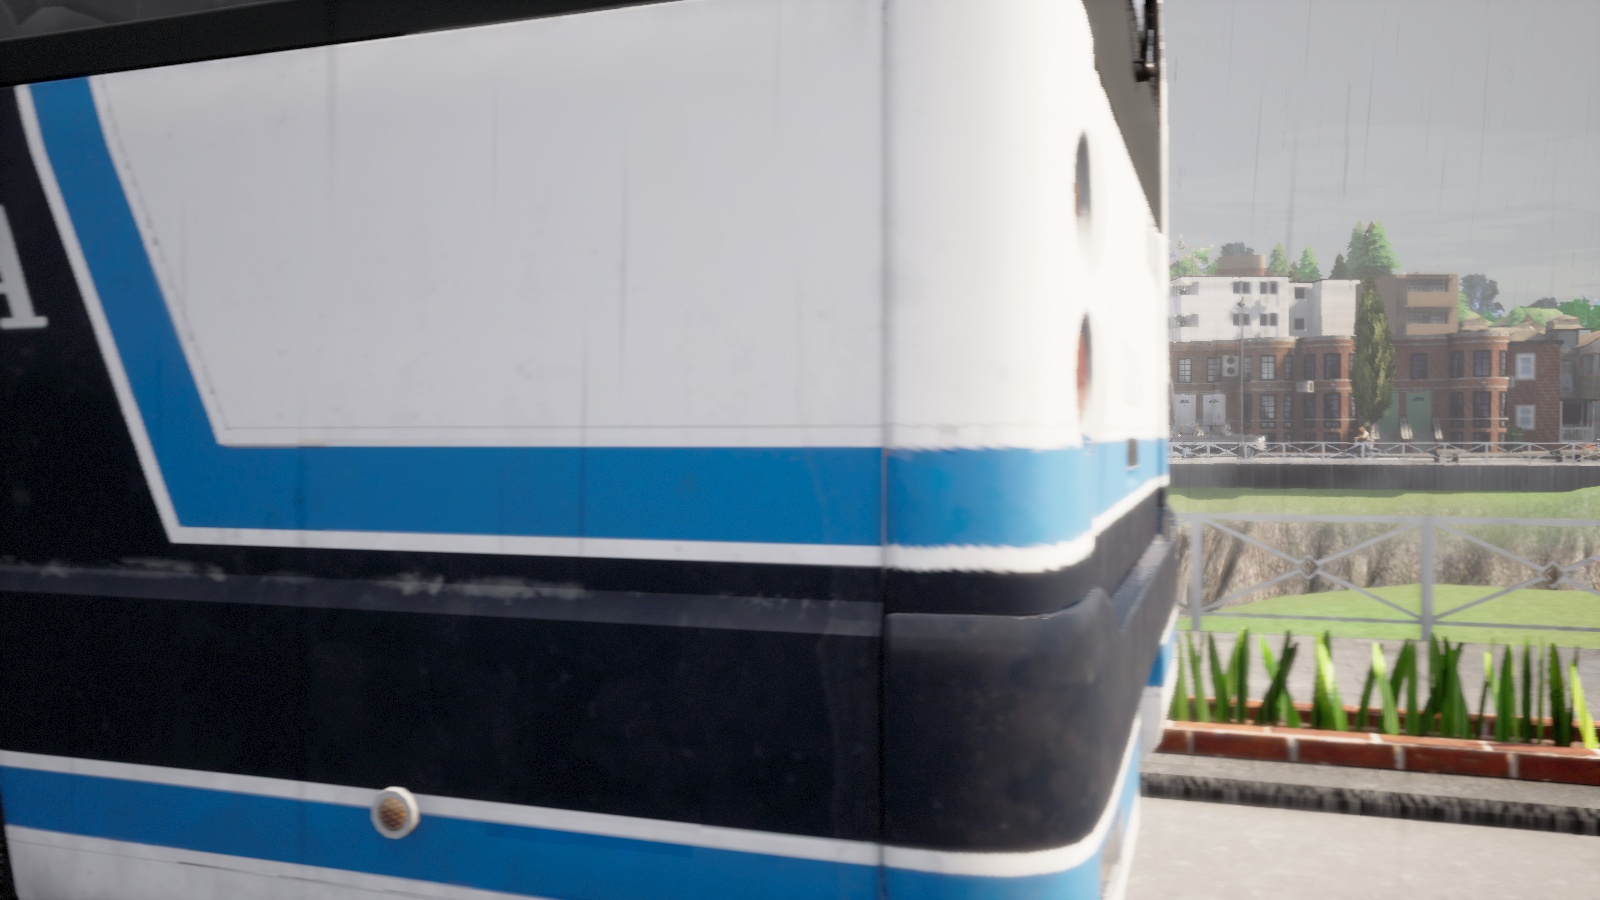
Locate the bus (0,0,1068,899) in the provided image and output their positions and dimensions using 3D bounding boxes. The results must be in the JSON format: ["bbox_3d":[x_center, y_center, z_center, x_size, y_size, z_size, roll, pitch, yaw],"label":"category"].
[{"bbox_3d":[-4.366,-0.649,5.173,10.273,4.253,3.944,1,1,19],"label":"bus"}]

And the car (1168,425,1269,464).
[{"bbox_3d":[20.592,-0.270,61.874,4.605,1.855,1.932,1,1,19],"label":"car"}]
